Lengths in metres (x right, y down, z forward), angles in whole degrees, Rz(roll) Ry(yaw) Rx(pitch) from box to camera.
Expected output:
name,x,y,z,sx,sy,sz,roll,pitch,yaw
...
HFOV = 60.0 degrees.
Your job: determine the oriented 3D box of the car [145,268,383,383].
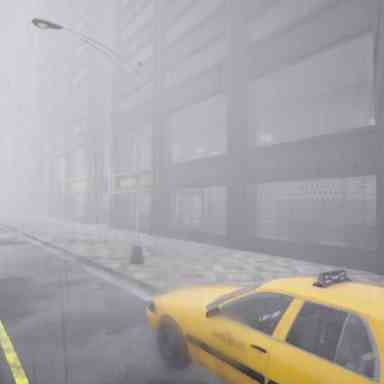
name,x,y,z,sx,sy,sz,roll,pitch,yaw
car,1.329,1.639,3.809,1.801,1.575,5.366,3,-3,-36
